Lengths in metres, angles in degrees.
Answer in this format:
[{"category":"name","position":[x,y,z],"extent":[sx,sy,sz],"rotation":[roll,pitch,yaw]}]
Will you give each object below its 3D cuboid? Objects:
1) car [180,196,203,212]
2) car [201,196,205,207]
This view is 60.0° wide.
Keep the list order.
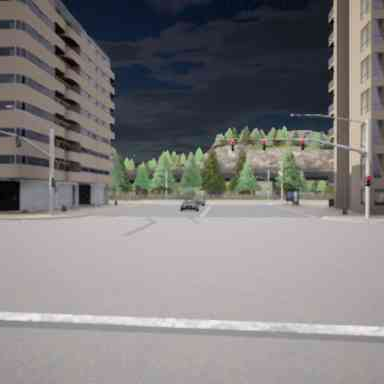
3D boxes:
[{"category":"car","position":[-0.192,1.559,39.123],"extent":[1.994,1.385,4.181],"rotation":[0,0,5]},{"category":"car","position":[0.933,1.346,51.366],"extent":[2.097,1.767,4.553],"rotation":[0,0,5]}]
